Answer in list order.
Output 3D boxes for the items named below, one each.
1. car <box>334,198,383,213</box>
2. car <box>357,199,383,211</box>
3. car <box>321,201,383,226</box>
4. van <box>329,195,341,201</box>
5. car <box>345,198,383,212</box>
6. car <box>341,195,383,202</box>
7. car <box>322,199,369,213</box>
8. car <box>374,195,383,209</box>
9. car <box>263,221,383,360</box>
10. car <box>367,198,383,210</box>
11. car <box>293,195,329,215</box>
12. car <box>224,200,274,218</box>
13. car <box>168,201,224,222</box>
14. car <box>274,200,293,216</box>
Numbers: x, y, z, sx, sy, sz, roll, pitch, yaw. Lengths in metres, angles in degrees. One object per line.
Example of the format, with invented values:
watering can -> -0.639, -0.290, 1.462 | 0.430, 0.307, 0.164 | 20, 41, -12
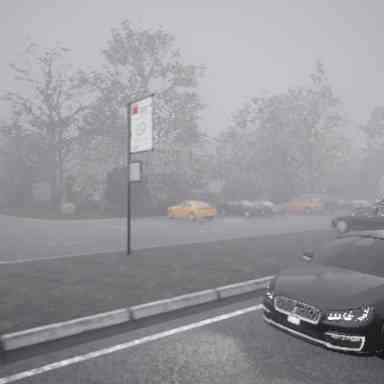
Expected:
car -> 20.420, 1.579, 40.798 | 1.946, 1.575, 5.366 | 1, 0, -35
car -> 24.864, 1.657, 44.161 | 2.163, 1.488, 4.792 | 1, 0, -36
car -> 9.731, 1.446, 17.350 | 2.231, 1.521, 4.892 | 0, 0, -35
van -> 13.442, 1.288, 36.193 | 1.878, 1.987, 4.442 | 0, 0, -35
car -> 22.583, 1.605, 42.563 | 2.097, 1.535, 5.008 | 1, 0, -36
car -> 11.994, 1.201, 19.001 | 2.435, 2.045, 5.566 | 0, 0, -35
car -> 18.046, 1.600, 39.329 | 2.002, 1.452, 4.674 | 1, 0, -35
car -> 29.397, 1.423, 47.399 | 2.435, 2.045, 5.566 | 1, 0, -36
car -> 3.369, 1.493, 5.958 | 4.892, 1.490, 1.837 | 0, 0, -35
car -> 27.097, 1.679, 45.827 | 2.163, 1.488, 4.792 | 1, 0, -35
car -> 11.262, 1.370, 34.459 | 2.185, 1.767, 4.553 | 0, 0, -35
car -> 4.432, 1.451, 29.645 | 2.097, 1.535, 5.008 | 0, 0, -35
car -> -0.100, 1.440, 26.410 | 2.097, 1.535, 5.008 | 0, 0, -35
car -> 6.705, 1.503, 31.257 | 2.002, 1.452, 4.674 | 0, 0, -35
